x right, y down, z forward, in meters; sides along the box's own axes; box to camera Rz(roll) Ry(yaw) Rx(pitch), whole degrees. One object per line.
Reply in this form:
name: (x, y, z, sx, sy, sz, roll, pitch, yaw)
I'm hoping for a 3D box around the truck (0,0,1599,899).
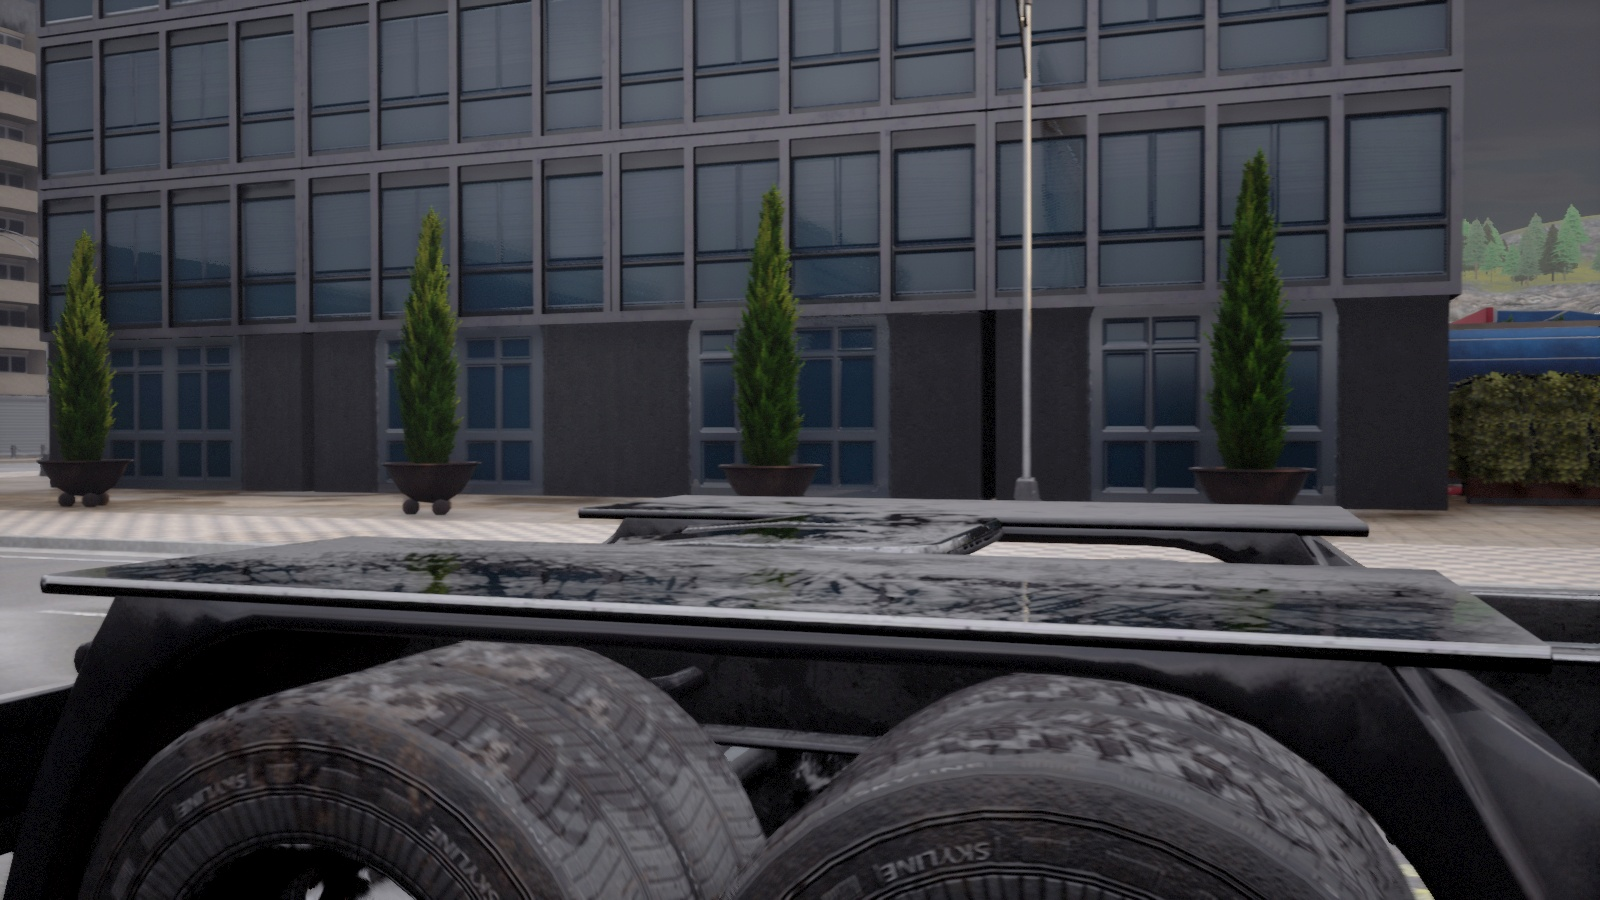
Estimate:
truck: (2.181, -0.186, 2.445, 7.936, 3.462, 2.891, 1, 1, 19)
